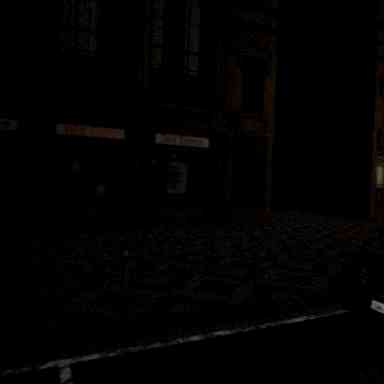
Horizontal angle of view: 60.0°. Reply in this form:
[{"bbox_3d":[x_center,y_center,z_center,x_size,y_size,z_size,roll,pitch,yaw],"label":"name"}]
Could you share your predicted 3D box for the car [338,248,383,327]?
[{"bbox_3d":[4.862,1.298,5.556,5.009,1.841,2.192,1,2,-24],"label":"car"}]
